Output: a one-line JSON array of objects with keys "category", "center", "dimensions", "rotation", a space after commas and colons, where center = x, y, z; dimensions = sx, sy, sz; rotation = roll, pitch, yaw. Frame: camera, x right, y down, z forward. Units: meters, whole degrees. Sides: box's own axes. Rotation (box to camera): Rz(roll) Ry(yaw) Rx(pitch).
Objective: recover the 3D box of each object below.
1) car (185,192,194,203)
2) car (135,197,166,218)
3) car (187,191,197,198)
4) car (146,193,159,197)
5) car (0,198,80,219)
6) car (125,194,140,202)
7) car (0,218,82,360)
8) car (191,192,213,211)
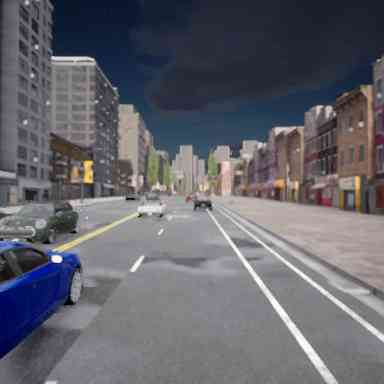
[{"category": "car", "center": [0.000, 0.760, 54.345], "dimensions": [2.097, 1.767, 4.553], "rotation": [0, 1, 0]}, {"category": "car", "center": [-3.150, 1.322, 27.114], "dimensions": [1.895, 1.301, 4.718], "rotation": [0, 1, 0]}, {"category": "car", "center": [-0.004, 0.585, 73.461], "dimensions": [1.994, 1.385, 4.181], "rotation": [0, 0, 0]}, {"category": "car", "center": [-6.551, 0.877, 55.091], "dimensions": [1.882, 1.535, 5.008], "rotation": [0, 1, 0]}, {"category": "car", "center": [-6.598, 1.203, 14.662], "dimensions": [2.097, 1.767, 4.553], "rotation": [0, 1, 0]}, {"category": "car", "center": [-9.798, 1.001, 55.100], "dimensions": [1.895, 1.301, 4.718], "rotation": [0, 1, 1]}, {"category": "car", "center": [-3.151, 1.428, 4.798], "dimensions": [1.882, 1.535, 5.008], "rotation": [0, 1, 0]}, {"category": "car", "center": [1.136, 1.110, 35.259], "dimensions": [1.882, 1.535, 5.008], "rotation": [0, 1, 0]}]
